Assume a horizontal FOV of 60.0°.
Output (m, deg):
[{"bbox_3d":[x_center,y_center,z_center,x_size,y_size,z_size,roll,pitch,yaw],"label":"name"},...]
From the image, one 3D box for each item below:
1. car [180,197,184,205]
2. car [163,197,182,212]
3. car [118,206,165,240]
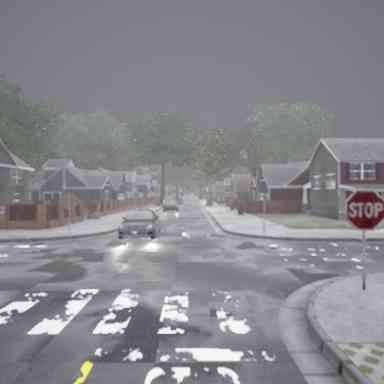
[{"bbox_3d":[-2.676,1.838,68.033,1.812,1.442,4.674,0,0,0],"label":"car"},{"bbox_3d":[-2.704,1.799,43.045,1.882,1.535,5.008,0,0,0],"label":"car"},{"bbox_3d":[-2.729,1.670,18.117,1.812,1.442,4.674,0,0,0],"label":"car"}]
